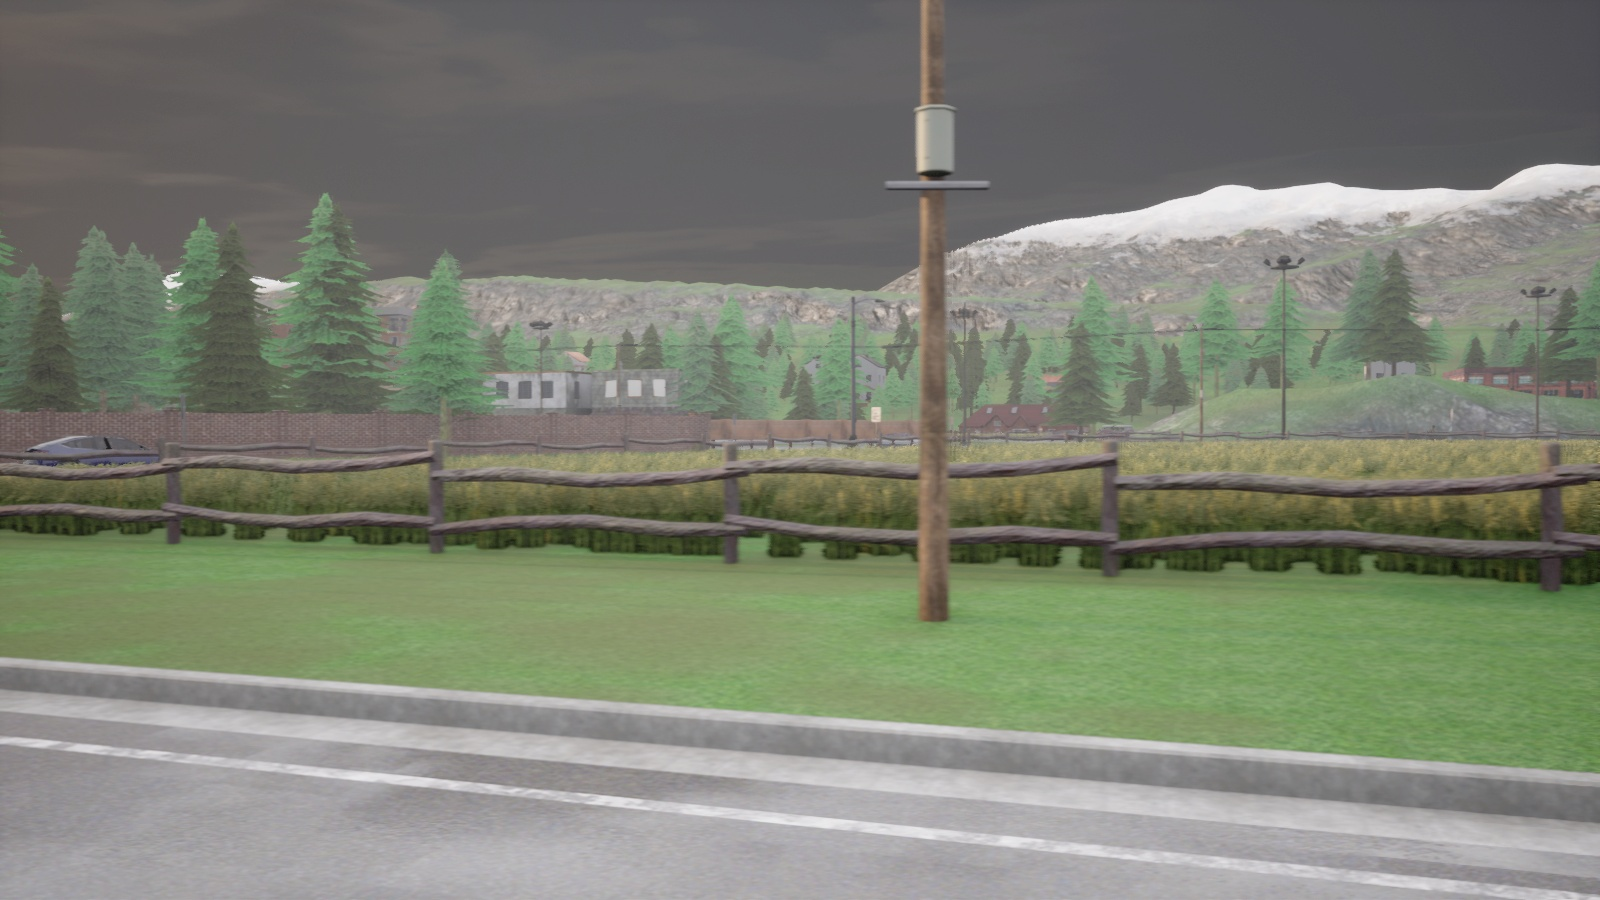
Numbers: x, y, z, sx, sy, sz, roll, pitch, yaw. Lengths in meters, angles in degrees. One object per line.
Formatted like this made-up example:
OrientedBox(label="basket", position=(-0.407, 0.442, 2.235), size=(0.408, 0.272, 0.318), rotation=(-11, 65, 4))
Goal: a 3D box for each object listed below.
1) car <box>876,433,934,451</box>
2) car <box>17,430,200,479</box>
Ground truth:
OrientedBox(label="car", position=(8.257, -0.653, 98.323), size=(4.181, 1.385, 1.994), rotation=(0, 1, 18))
OrientedBox(label="car", position=(-22.355, 0.090, 40.728), size=(4.792, 1.488, 2.163), rotation=(-1, 1, -45))
